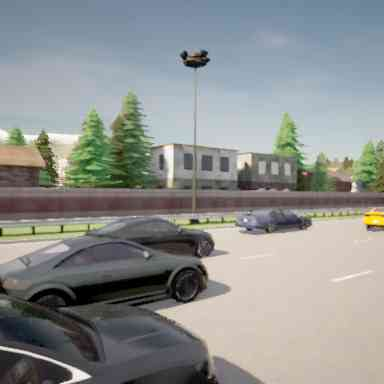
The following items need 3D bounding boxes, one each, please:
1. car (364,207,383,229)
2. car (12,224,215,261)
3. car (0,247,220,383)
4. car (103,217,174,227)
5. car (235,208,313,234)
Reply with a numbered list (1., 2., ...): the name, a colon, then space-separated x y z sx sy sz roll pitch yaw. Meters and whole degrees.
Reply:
1. car: 13.238 1.668 21.786 5.008 1.535 1.882 1 0 -35
2. car: -1.673 1.585 6.852 4.181 1.385 1.994 1 0 -35
3. car: -1.990 1.502 2.327 4.892 1.490 1.837 1 0 -36
4. car: -1.350 1.570 11.381 4.674 1.442 1.812 1 0 -36
5. car: 5.076 1.677 20.264 5.357 1.411 2.033 1 0 -35
